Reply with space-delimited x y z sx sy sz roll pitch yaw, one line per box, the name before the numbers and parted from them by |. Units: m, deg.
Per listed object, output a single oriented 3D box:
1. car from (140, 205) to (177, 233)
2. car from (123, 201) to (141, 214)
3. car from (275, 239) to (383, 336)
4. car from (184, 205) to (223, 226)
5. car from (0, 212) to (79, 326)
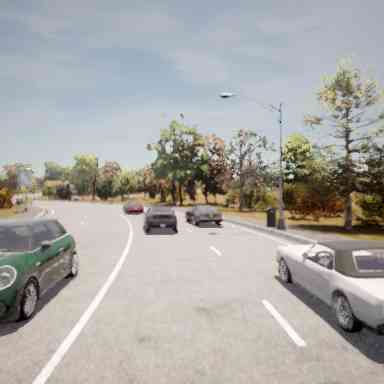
car | -2.051 1.619 20.810 1.837 1.490 4.892 0 0 -10
car | -6.853 1.784 38.633 1.994 1.385 4.181 0 0 -19
car | 3.250 1.625 6.788 1.895 1.301 4.718 0 0 -4
car | 0.768 1.676 24.799 2.033 1.411 5.357 0 0 -12
car | -4.014 1.403 7.214 2.097 1.767 4.553 0 0 -5
